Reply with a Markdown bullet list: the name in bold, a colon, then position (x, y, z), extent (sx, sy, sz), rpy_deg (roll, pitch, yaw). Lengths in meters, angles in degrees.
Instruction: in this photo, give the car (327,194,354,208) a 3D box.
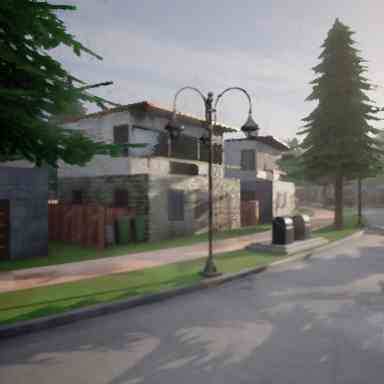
- **car**: position (21.907, 1.292, 49.323), extent (2.150, 2.045, 5.566), rpy_deg (0, 0, 1)
